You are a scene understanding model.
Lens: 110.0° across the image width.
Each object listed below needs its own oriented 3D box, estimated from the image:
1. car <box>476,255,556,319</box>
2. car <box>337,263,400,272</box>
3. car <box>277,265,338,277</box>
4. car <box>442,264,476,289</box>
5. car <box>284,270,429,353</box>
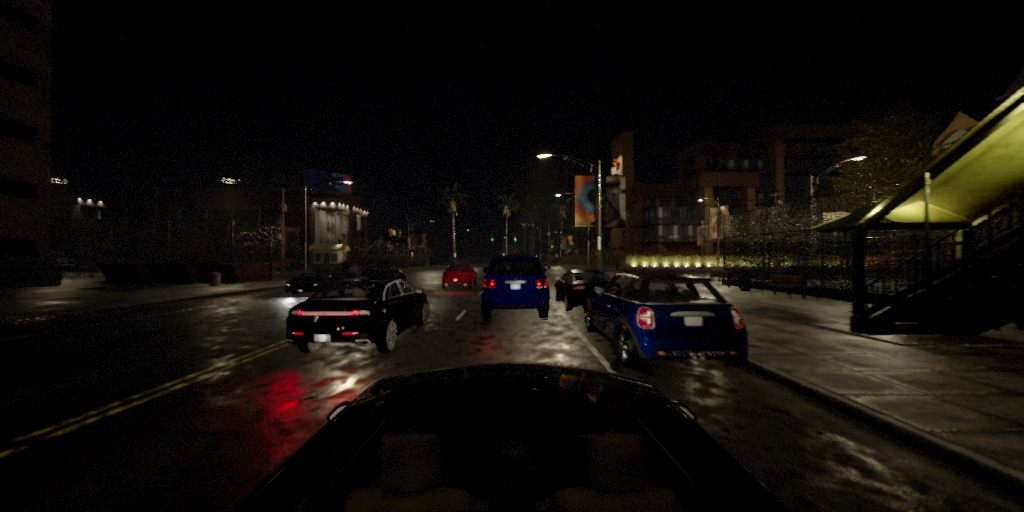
[{"bbox_3d":[0.100,1.005,13.122,2.150,2.045,5.566,0,0,0],"label":"car"},{"bbox_3d":[-7.026,1.311,19.009,1.837,1.490,4.892,0,-1,0],"label":"car"},{"bbox_3d":[-10.512,1.356,20.483,2.033,1.411,5.357,0,0,0],"label":"car"},{"bbox_3d":[-3.414,1.297,24.066,1.882,1.535,5.008,0,0,0],"label":"car"},{"bbox_3d":[-3.401,1.264,8.859,2.128,1.511,4.902,0,0,0],"label":"car"}]
